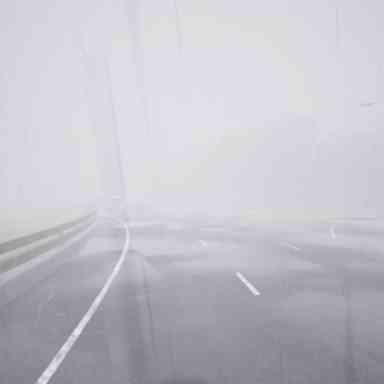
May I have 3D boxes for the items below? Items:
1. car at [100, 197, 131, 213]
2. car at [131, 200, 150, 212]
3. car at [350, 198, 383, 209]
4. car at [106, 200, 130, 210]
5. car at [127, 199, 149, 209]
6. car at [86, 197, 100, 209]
[{"bbox_3d":[-10.228,1.677,44.136,2.150,2.045,5.566,0,-1,-26],"label":"car"},{"bbox_3d":[-7.321,1.928,46.158,1.882,1.535,5.008,0,-1,-26],"label":"car"},{"bbox_3d":[24.813,1.542,46.751,4.902,1.511,2.128,0,0,-2],"label":"car"},{"bbox_3d":[-12.288,2.057,55.169,2.128,1.511,4.902,0,-1,-34],"label":"car"},{"bbox_3d":[-9.315,2.036,57.017,1.882,1.535,5.008,0,-1,-34],"label":"car"},{"bbox_3d":[-15.279,1.793,53.348,2.150,2.045,5.566,0,-1,-34],"label":"car"}]
